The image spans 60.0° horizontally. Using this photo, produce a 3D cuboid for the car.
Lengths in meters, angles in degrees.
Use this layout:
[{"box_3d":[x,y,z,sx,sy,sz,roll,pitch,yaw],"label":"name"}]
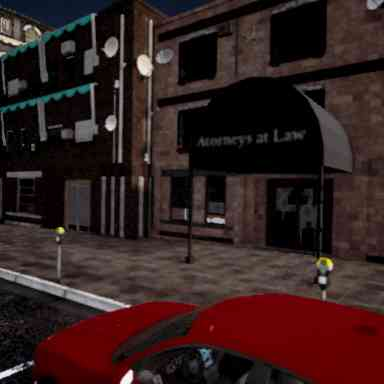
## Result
[{"box_3d":[0.522,1.539,2.572,4.507,1.381,1.887,0,1,36],"label":"car"}]
